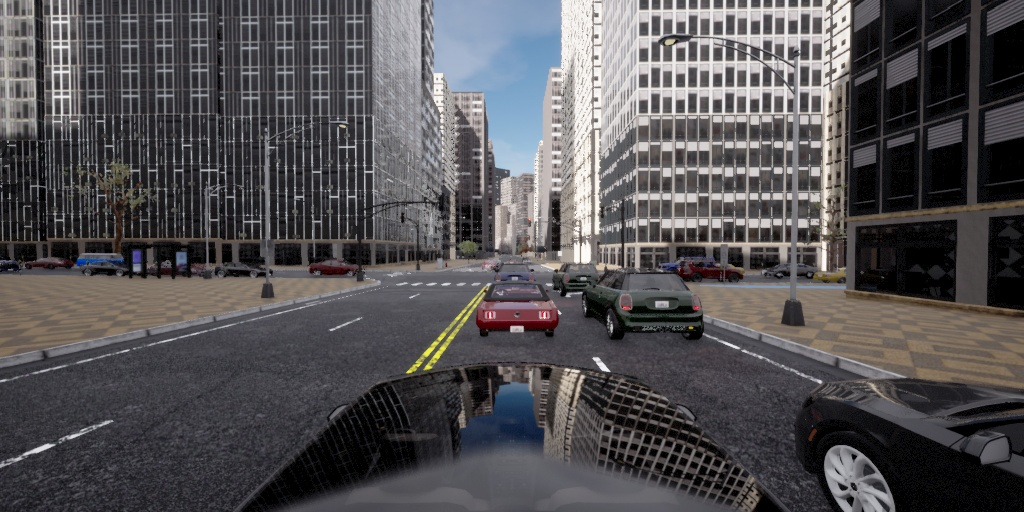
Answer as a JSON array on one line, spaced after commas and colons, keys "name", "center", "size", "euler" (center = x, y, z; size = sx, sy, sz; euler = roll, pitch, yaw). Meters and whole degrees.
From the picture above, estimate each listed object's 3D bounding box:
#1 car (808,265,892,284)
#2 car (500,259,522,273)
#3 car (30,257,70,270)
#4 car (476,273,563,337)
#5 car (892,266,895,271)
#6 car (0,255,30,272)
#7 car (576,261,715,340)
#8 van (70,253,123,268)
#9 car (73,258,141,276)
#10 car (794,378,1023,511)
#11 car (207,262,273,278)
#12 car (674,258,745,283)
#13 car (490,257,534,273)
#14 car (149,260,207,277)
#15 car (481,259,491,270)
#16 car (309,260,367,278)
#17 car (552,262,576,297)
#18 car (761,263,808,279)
[{"name": "car", "center": [27.698, 1.579, 29.500], "size": [4.829, 1.417, 1.751], "euler": [0, 0, 1]}, {"name": "car", "center": [-0.029, 1.207, 44.653], "size": [2.128, 1.511, 4.902], "euler": [0, 0, 6]}, {"name": "car", "center": [-50.893, 0.794, 39.471], "size": [4.207, 1.307, 1.802], "euler": [0, 0, 1]}, {"name": "car", "center": [0.115, 1.347, 10.229], "size": [1.895, 1.301, 4.718], "euler": [0, 0, 0]}, {"name": "car", "center": [33.168, 1.684, 29.395], "size": [4.207, 1.307, 1.802], "euler": [0, 0, 1]}, {"name": "car", "center": [-49.157, 0.673, 33.681], "size": [4.553, 1.767, 2.097], "euler": [1, 1, 2]}, {"name": "car", "center": [3.359, 1.098, 10.133], "size": [2.097, 1.767, 4.553], "euler": [0, 0, 0]}, {"name": "van", "center": [-45.211, 0.605, 39.344], "size": [3.998, 1.789, 1.690], "euler": [0, 0, 1]}, {"name": "car", "center": [-34.038, 1.070, 30.660], "size": [4.313, 1.339, 1.948], "euler": [0, 0, 1]}, {"name": "car", "center": [3.343, 1.255, 1.078], "size": [1.837, 1.490, 4.892], "euler": [0, 0, 0]}, {"name": "car", "center": [-22.674, 1.174, 30.330], "size": [4.313, 1.339, 1.948], "euler": [0, 0, 1]}, {"name": "car", "center": [16.250, 1.269, 29.721], "size": [5.009, 1.841, 2.192], "euler": [0, 0, 1]}, {"name": "car", "center": [0.135, 1.092, 19.223], "size": [2.097, 1.767, 4.553], "euler": [0, 0, 0]}, {"name": "car", "center": [-28.357, 1.138, 30.475], "size": [4.207, 1.307, 1.802], "euler": [0, 0, 1]}, {"name": "car", "center": [-3.229, 1.241, 50.698], "size": [1.812, 1.442, 4.674], "euler": [0, 0, 0]}, {"name": "car", "center": [-15.780, 1.108, 32.683], "size": [5.008, 1.535, 1.882], "euler": [1, 1, 5]}, {"name": "car", "center": [3.384, 1.093, 19.070], "size": [2.097, 1.767, 4.553], "euler": [0, 0, 0]}, {"name": "car", "center": [27.230, 1.448, 35.283], "size": [4.902, 1.511, 2.128], "euler": [1, 1, 1]}]
